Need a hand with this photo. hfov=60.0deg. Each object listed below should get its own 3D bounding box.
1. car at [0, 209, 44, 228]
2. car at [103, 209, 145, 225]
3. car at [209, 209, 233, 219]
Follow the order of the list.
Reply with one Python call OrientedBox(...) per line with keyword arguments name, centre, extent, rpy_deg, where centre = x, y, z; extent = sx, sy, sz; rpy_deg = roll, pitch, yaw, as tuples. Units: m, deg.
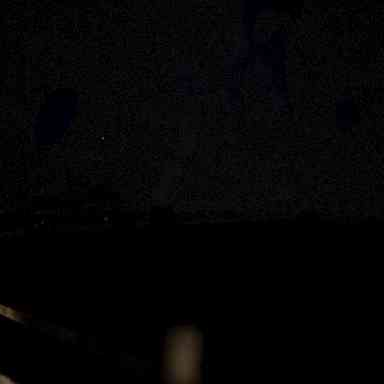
OrientedBox(name="car", centre=(-13.557, 2.046, 24.707), extent=(1.837, 1.490, 4.892), rpy_deg=(0, -2, 34))
OrientedBox(name="car", centre=(-6.902, 2.494, 34.151), extent=(2.128, 1.511, 4.902), rpy_deg=(0, -2, 35))
OrientedBox(name="car", centre=(4.382, 3.300, 49.931), extent=(2.128, 1.511, 4.902), rpy_deg=(0, -3, 36))
